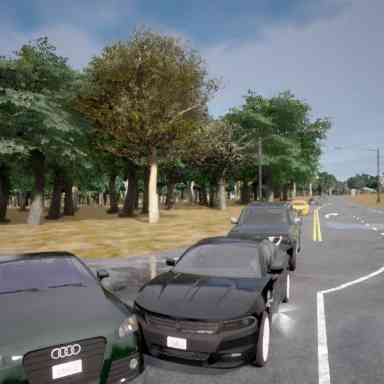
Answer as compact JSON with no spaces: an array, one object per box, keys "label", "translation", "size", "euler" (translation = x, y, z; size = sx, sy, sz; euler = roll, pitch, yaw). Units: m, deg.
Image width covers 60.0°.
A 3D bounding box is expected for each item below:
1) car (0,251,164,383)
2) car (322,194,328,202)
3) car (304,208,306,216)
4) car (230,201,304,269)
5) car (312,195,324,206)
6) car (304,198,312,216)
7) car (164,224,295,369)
[{"label":"car","translation":[-2.323,1.643,5.002],"size":[1.994,1.385,4.181],"euler":[2,-2,-33]},{"label":"car","translation":[32.415,1.449,81.944],"size":[2.097,1.767,4.553],"euler":[-1,0,22]},{"label":"car","translation":[5.043,1.775,18.359],"size":[1.895,1.301,4.718],"euler":[-1,0,21]},{"label":"car","translation":[2.828,1.460,12.451],"size":[2.150,2.045,5.566],"euler":[-2,0,20]},{"label":"car","translation":[21.758,1.741,59.278],"size":[1.812,1.442,4.674],"euler":[-1,0,27]},{"label":"car","translation":[11.344,1.690,35.268],"size":[1.882,1.535,5.008],"euler":[-1,0,21]},{"label":"car","translation":[0.720,1.614,6.306],"size":[1.882,1.535,5.008],"euler":[-1,-2,21]}]
